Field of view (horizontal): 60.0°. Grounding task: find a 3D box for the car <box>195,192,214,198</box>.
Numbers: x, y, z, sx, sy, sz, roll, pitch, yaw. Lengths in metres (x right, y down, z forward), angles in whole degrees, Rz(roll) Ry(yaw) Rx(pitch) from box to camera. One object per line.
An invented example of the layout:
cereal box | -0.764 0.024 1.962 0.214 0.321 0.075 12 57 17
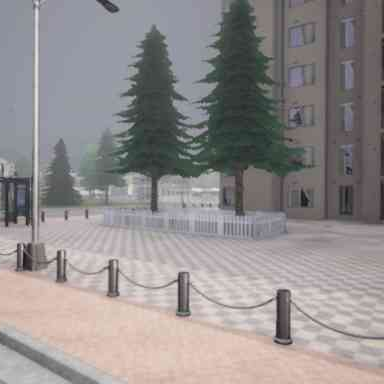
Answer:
car | 3.765 1.005 92.410 3.806 1.475 1.970 1 0 35

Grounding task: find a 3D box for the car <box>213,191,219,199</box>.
car | 8.129 1.051 85.709 3.633 1.501 1.845 1 0 35
